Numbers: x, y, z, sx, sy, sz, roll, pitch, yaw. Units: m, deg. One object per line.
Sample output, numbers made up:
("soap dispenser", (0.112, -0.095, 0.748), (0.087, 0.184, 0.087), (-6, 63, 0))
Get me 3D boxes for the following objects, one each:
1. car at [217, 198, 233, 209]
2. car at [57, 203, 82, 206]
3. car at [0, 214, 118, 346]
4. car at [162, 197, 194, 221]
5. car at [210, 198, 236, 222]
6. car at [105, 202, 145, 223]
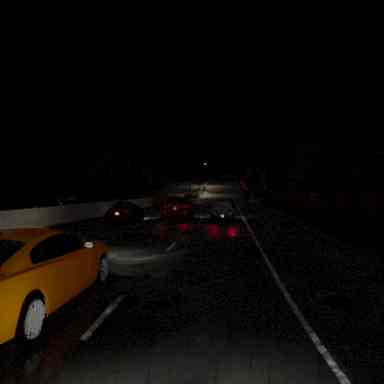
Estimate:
("car", (4.355, 1.464, 43.676), (1.895, 1.301, 4.718), (1, 0, 6))
("car", (-13.871, 1.234, 39.346), (1.812, 1.442, 4.674), (1, 0, 7))
("car", (-3.125, 1.422, 6.332), (1.882, 1.535, 5.008), (0, 0, 4))
("car", (-1.027, 1.235, 26.571), (2.097, 1.767, 4.553), (1, 0, 6))
("car", (2.362, 1.445, 25.363), (1.812, 1.442, 4.674), (1, 0, 6))
("car", (-4.801, 1.419, 24.266), (1.994, 1.385, 4.181), (1, 0, 6))
